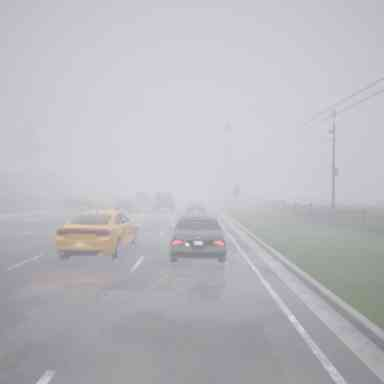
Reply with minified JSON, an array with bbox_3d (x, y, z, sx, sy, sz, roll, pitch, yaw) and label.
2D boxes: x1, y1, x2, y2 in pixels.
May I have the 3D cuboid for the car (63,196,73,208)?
[{"bbox_3d":[-13.522,1.262,39.124,1.837,1.490,4.892,1,0,1],"label":"car"}]

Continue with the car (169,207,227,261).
[{"bbox_3d":[0.202,1.516,12.085,2.033,1.411,5.357,1,0,1],"label":"car"}]

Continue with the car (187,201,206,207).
[{"bbox_3d":[0.420,1.513,33.537,1.895,1.301,4.718,1,0,1],"label":"car"}]

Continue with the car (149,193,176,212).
[{"bbox_3d":[-3.038,1.089,37.261,2.150,2.045,5.566,1,0,1],"label":"car"}]

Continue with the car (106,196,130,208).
[{"bbox_3d":[-10.048,1.323,45.631,2.033,1.411,5.357,1,0,1],"label":"car"}]

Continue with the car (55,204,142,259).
[{"bbox_3d":[-3.295,1.411,12.345,1.882,1.535,5.008,1,0,1],"label":"car"}]

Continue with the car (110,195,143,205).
[{"bbox_3d":[-6.672,1.345,34.229,1.837,1.490,4.892,1,0,1],"label":"car"}]

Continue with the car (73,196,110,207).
[{"bbox_3d":[-10.171,1.283,34.247,1.882,1.535,5.008,1,0,1],"label":"car"}]

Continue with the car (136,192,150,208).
[{"bbox_3d":[-6.543,1.034,45.685,2.150,2.045,5.566,1,0,1],"label":"car"}]
